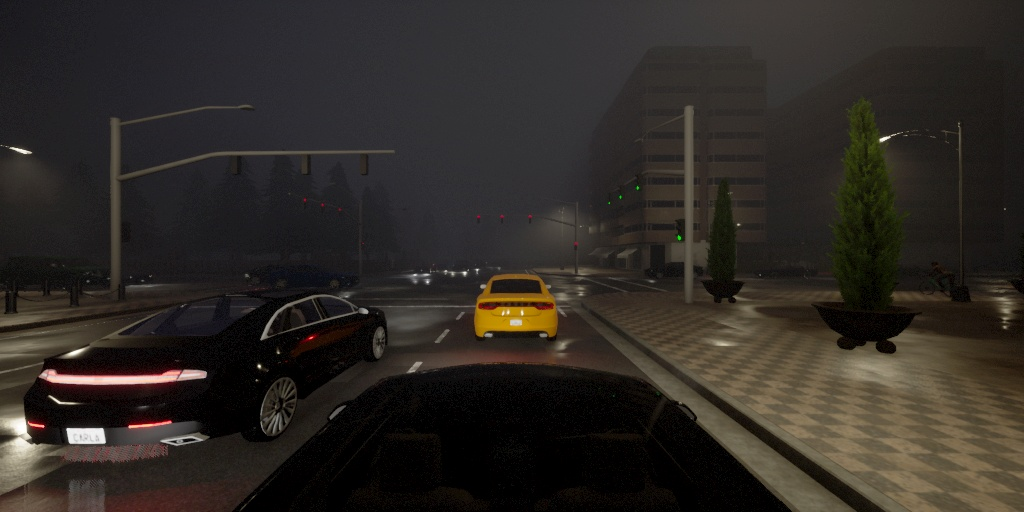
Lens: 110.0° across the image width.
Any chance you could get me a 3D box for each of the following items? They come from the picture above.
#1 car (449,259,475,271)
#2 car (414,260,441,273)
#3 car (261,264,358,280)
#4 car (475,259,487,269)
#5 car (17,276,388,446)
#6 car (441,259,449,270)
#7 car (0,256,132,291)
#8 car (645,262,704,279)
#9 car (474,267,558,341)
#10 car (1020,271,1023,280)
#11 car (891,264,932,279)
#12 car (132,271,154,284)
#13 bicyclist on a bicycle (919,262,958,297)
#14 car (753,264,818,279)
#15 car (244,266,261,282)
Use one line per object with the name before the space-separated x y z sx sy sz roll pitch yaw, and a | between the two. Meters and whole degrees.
car | -6.678 1.228 48.397 1.882 1.535 5.008 0 0 3
car | -10.387 1.351 43.613 1.895 1.301 4.718 0 0 1
car | -11.910 1.237 21.721 5.008 1.535 1.882 0 0 0
car | -5.515 1.255 57.731 1.837 1.490 4.892 0 0 15
car | -3.425 1.242 5.325 2.128 1.511 4.902 0 0 0
car | -9.795 1.228 52.998 1.882 1.535 5.008 0 0 7
car | -27.084 1.027 21.669 5.566 2.045 2.150 0 0 0
car | 14.633 1.283 32.501 5.008 1.535 1.882 0 0 0
car | 0.103 1.228 9.909 1.882 1.535 5.008 0 0 0
car | 39.300 1.296 25.379 4.902 1.511 2.128 0 0 0
car | 34.909 1.406 32.554 4.718 1.301 1.895 0 0 0
car | -28.589 1.353 25.166 5.357 1.411 2.033 0 0 0
bicyclist on a bicycle | 20.280 1.106 17.035 0.582 1.620 1.656 0 0 0
car | 24.709 1.406 32.531 4.718 1.301 1.895 0 0 0
car | -16.010 1.303 25.203 4.892 1.490 1.837 -1 0 0
